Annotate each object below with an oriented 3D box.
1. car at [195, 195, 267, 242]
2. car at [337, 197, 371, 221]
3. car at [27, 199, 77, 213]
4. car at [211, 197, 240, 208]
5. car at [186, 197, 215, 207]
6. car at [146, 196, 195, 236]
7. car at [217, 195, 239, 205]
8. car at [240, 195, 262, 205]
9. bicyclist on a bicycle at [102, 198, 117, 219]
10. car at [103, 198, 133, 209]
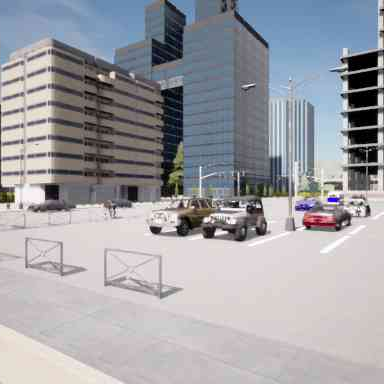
[{"bbox_3d":[2.113,1.156,15.603,1.905,1.878,3.866,0,0,34],"label":"car"},{"bbox_3d":[14.116,1.395,28.578,1.970,1.475,3.806,0,0,34],"label":"car"},{"bbox_3d":[-15.935,1.547,38.164,2.033,1.411,5.357,0,0,34],"label":"car"},{"bbox_3d":[5.155,1.547,50.462,2.033,1.411,5.357,0,0,33],"label":"car"},{"bbox_3d":[1.342,1.492,51.135,2.128,1.511,4.902,0,0,34],"label":"car"},{"bbox_3d":[-0.257,1.153,17.266,1.932,1.855,4.605,0,0,34],"label":"car"},{"bbox_3d":[6.380,1.352,58.768,2.097,1.767,4.553,0,0,34],"label":"car"},{"bbox_3d":[10.415,1.352,58.340,2.097,1.767,4.553,0,0,34],"label":"car"},{"bbox_3d":[-6.500,1.302,26.216,1.656,1.620,0.582,0,0,34],"label":"bicyclist on a bicycle"},{"bbox_3d":[-10.309,1.564,46.537,1.994,1.385,4.181,0,0,35],"label":"car"}]
